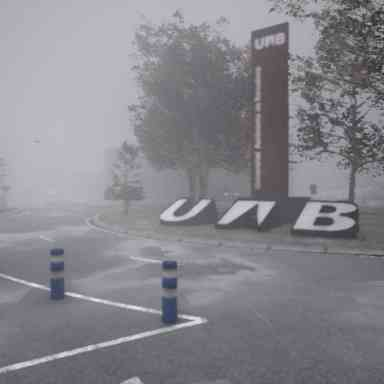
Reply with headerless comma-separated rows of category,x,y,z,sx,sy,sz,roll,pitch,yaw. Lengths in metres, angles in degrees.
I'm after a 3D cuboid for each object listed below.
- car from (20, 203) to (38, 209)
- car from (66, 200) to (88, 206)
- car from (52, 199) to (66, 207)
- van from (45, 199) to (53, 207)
car,-39.539,3.463,81.584,4.674,1.452,2.002,-4,-2,40
car,-22.769,2.265,67.334,4.674,1.452,2.002,-4,-4,40
car,-26.960,2.553,70.879,4.792,1.488,2.163,-4,-2,40
van,-31.240,2.603,74.517,4.442,1.987,1.878,-4,-2,40
